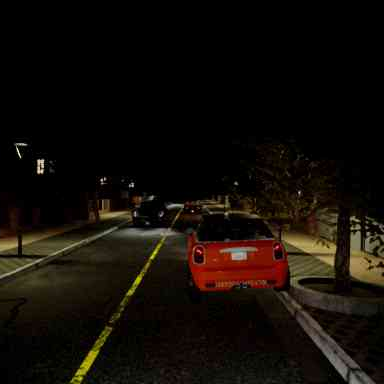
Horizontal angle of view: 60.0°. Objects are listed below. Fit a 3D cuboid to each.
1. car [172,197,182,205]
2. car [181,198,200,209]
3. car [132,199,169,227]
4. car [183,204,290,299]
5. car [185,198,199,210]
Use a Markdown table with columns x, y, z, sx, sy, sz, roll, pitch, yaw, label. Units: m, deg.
| x | y | z | sx | sy | sz | roll | pitch | yaw | label |
| --- | --- | --- | --- | --- | --- | --- | --- | --- | --- |
| -2.758 | 1.647 | 64.384 | 2.128 | 1.511 | 4.902 | 0 | 0 | 0 | car |
| 0.068 | 1.663 | 35.857 | 1.895 | 1.301 | 4.718 | 0 | 0 | 0 | car |
| -2.754 | 1.387 | 22.952 | 2.097 | 1.767 | 4.553 | 0 | 0 | 0 | car |
| 0.920 | 1.312 | 8.642 | 2.097 | 1.767 | 4.553 | -3 | -1 | 0 | car |
| 0.049 | 1.614 | 45.559 | 1.812 | 1.442 | 4.674 | 0 | 0 | 1 | car |
